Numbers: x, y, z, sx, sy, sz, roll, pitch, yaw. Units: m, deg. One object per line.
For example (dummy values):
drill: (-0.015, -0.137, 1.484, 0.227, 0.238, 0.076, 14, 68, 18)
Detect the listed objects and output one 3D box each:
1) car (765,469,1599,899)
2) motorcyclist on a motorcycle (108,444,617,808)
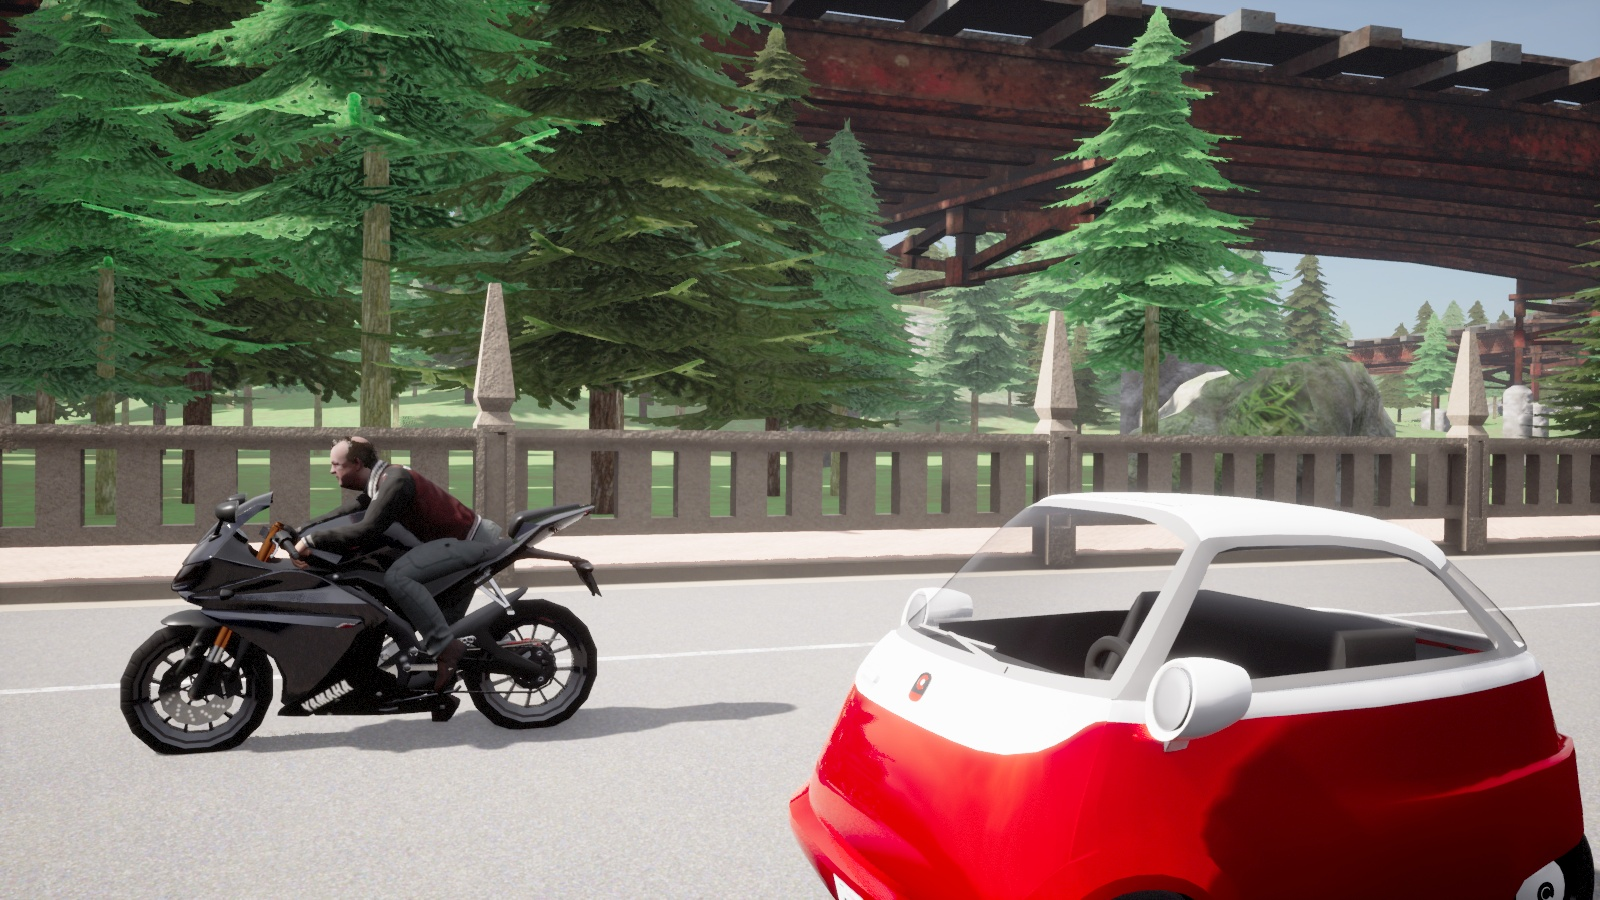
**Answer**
car: (1.187, 0.780, 3.690, 2.207, 1.376, 1.481, -1, 1, -21)
motorcyclist on a motorcycle: (-2.089, 0.755, 6.190, 2.191, 1.530, 0.866, -1, 1, -21)
